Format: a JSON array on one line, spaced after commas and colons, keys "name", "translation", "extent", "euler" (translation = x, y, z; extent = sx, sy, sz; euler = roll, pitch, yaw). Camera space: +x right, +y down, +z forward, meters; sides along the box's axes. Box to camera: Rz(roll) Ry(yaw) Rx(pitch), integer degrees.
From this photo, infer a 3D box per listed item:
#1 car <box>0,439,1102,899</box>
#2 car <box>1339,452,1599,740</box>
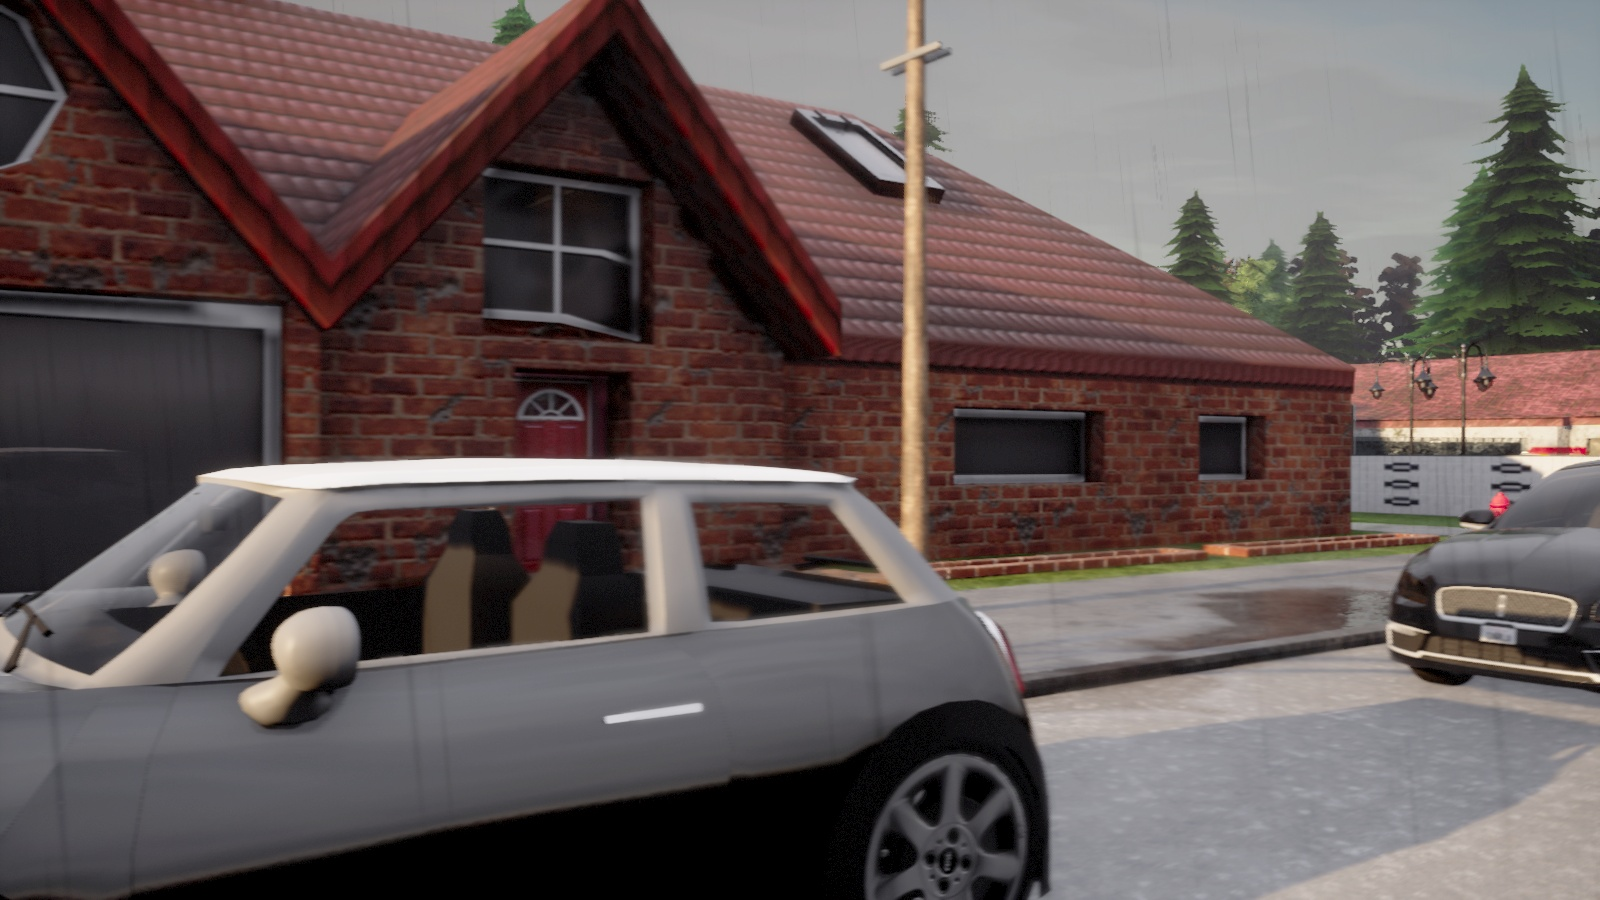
[{"name": "car", "translation": [-1.253, 0.721, 3.382], "extent": [3.806, 1.475, 1.970], "euler": [0, 0, -34]}, {"name": "car", "translation": [5.835, 0.758, 8.336], "extent": [4.892, 1.490, 1.837], "euler": [0, 0, -35]}]
